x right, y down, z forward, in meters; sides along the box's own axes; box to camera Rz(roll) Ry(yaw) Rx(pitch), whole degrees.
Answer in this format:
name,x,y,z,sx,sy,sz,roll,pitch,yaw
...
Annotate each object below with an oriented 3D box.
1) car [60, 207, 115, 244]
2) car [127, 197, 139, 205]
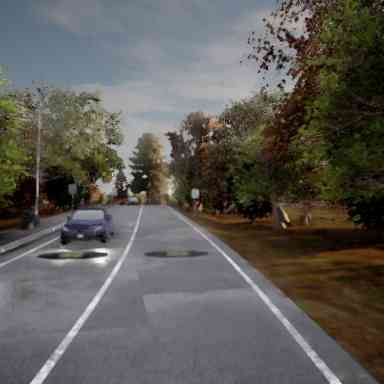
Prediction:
name,x,y,z,sx,sy,sz,roll,pitch,yaw
car,-4.667,1.451,15.443,1.812,1.442,4.674,0,0,-7
car,-10.764,1.701,61.422,1.812,1.442,4.674,0,-3,-8
